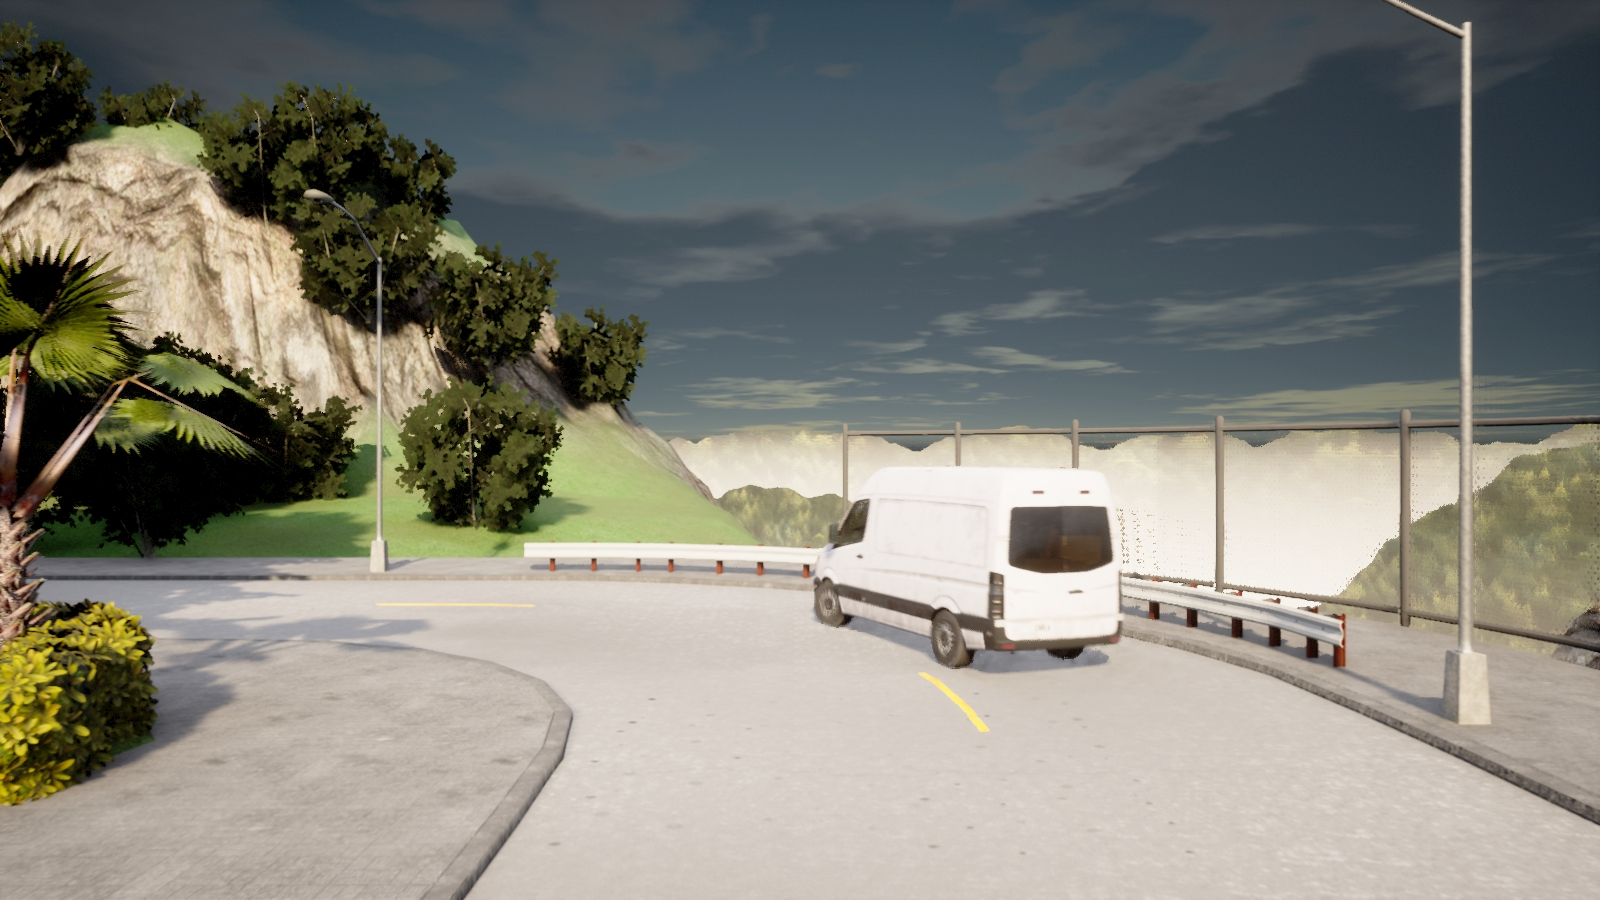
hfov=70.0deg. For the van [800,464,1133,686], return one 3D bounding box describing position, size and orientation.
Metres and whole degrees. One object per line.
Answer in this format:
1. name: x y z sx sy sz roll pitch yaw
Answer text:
1. van: 2.083 1.523 16.624 1.988 2.561 5.915 1 0 -23
